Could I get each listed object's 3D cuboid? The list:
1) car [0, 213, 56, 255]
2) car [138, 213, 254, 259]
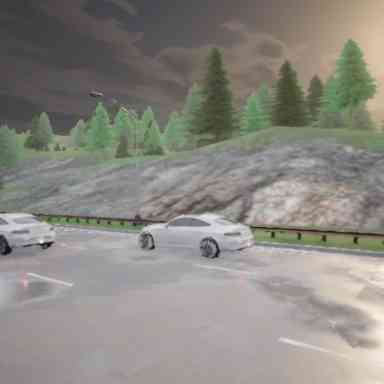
[{"bbox_3d":[-7.442,1.578,13.604,4.674,1.442,1.812,0,0,35],"label":"car"},{"bbox_3d":[0.045,1.529,12.584,4.674,1.442,1.812,0,0,35],"label":"car"}]
